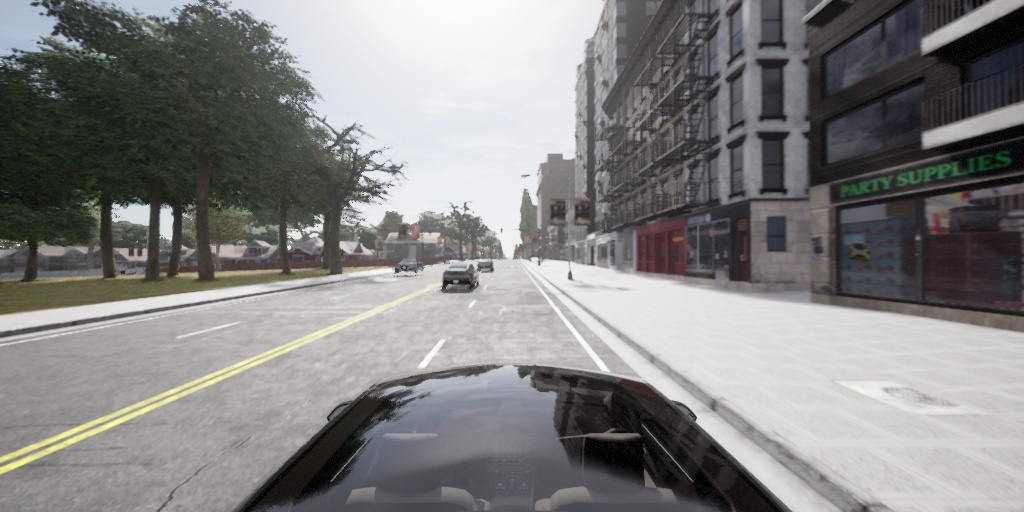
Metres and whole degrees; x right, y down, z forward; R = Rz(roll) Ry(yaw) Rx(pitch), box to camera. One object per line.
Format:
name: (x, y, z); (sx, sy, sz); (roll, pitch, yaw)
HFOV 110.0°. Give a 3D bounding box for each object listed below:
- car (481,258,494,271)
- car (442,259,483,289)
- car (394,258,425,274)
car: (-3.141, 1.022, 43.225); (2.128, 1.511, 4.902); (0, 0, 0)
car: (-3.146, 1.166, 22.495); (1.837, 1.490, 4.892); (0, 1, 0)
car: (-9.743, 0.863, 34.307); (1.994, 1.385, 4.181); (0, 0, 0)
